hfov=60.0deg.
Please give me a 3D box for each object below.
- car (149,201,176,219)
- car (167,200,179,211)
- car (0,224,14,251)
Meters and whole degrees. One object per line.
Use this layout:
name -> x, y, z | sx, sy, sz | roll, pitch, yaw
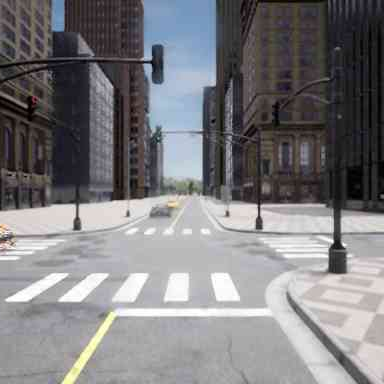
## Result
car -> -2.979, 1.830, 32.601 | 1.994, 1.385, 4.181 | 0, 0, 0
car -> -2.910, 1.860, 48.220 | 1.882, 1.535, 5.008 | 0, 0, 0
car -> -9.463, 1.529, 12.875 | 4.553, 1.767, 2.097 | -1, 0, 0
